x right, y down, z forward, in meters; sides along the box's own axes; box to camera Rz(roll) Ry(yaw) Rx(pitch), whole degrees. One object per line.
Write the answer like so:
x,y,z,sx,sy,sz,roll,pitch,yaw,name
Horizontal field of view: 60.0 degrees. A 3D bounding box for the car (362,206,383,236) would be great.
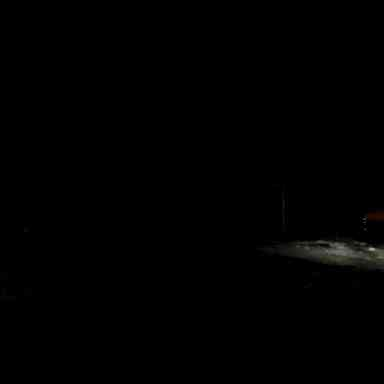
9.213,1.060,14.124,5.008,1.535,1.882,-2,2,-34,car
